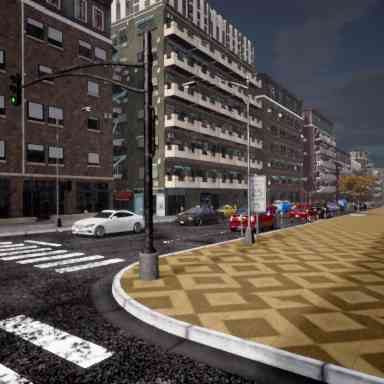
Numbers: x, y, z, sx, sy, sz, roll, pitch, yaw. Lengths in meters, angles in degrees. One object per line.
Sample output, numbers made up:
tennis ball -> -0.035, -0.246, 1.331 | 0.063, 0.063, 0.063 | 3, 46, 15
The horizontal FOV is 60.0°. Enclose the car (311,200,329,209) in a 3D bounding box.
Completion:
car -> 26.434, 2.501, 68.636 | 2.192, 1.841, 5.009 | -2, -2, 35

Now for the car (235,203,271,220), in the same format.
car -> 6.574, 2.038, 35.672 | 1.882, 1.535, 5.008 | -1, -1, 35

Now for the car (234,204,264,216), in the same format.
car -> 7.034, 2.222, 40.835 | 1.947, 1.339, 4.313 | -2, -2, 35

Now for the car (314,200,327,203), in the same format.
car -> 17.696, 2.267, 46.034 | 1.837, 1.490, 4.892 | -1, -1, 35

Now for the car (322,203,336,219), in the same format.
car -> 13.854, 2.141, 36.080 | 1.947, 1.339, 4.313 | -2, -2, 35

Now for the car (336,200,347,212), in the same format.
car -> 23.507, 2.468, 54.370 | 2.033, 1.411, 5.357 | -1, -1, 36

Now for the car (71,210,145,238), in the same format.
car -> -4.739, 1.778, 19.467 | 1.812, 1.442, 4.674 | -1, -1, 34

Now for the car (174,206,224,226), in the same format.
car -> 0.787, 1.950, 27.395 | 2.033, 1.411, 5.357 | -1, -1, 35

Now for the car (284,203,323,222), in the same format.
car -> 10.619, 2.032, 31.449 | 1.887, 1.381, 4.507 | -2, -2, 35

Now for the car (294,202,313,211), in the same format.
car -> 19.969, 2.554, 59.365 | 1.887, 1.381, 4.507 | -2, -2, 35

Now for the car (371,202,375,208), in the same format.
car -> 36.490, 2.745, 68.506 | 2.008, 1.369, 4.403 | -2, -2, 35

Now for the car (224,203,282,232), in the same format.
car -> 4.150, 1.751, 22.187 | 1.967, 1.590, 4.097 | -2, -2, 35

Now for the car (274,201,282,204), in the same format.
car -> 10.267, 2.289, 45.468 | 1.887, 1.381, 4.507 | -2, -2, 35

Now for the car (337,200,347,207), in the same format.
car -> 39.273, 2.882, 87.103 | 1.690, 1.788, 3.998 | -2, -2, 35

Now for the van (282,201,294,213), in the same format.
van -> 13.499, 2.174, 50.106 | 1.690, 1.788, 3.998 | -2, -2, 35

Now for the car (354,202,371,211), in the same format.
car -> 30.022, 2.583, 59.241 | 1.947, 1.339, 4.313 | -2, -2, 35

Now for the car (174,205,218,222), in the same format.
car -> 0.469, 2.002, 31.432 | 1.752, 1.417, 4.829 | -2, -2, 35

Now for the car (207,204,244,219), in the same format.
car -> 3.703, 2.090, 36.064 | 1.752, 1.417, 4.829 | -2, -2, 35
